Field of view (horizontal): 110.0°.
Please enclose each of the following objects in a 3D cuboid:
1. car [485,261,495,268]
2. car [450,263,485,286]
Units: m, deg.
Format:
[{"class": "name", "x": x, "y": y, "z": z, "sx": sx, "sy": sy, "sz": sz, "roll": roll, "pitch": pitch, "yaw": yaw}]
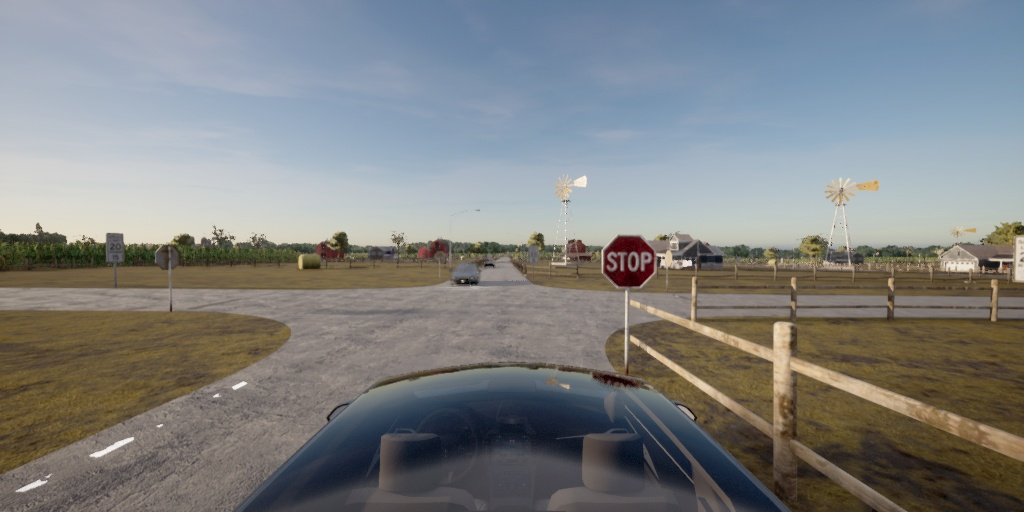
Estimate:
[{"class": "car", "x": -3.966, "y": 1.477, "z": 63.412, "sx": 1.895, "sy": 1.301, "sz": 4.718, "roll": 0, "pitch": 0, "yaw": -1}, {"class": "car", "x": -3.218, "y": 1.323, "z": 25.577, "sx": 1.837, "sy": 1.490, "sz": 4.892, "roll": 0, "pitch": 1, "yaw": -1}]
